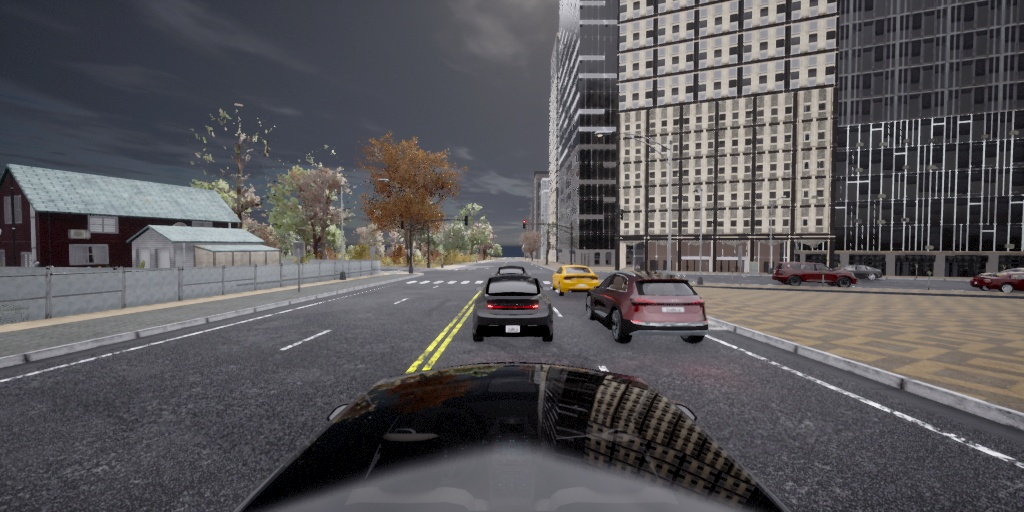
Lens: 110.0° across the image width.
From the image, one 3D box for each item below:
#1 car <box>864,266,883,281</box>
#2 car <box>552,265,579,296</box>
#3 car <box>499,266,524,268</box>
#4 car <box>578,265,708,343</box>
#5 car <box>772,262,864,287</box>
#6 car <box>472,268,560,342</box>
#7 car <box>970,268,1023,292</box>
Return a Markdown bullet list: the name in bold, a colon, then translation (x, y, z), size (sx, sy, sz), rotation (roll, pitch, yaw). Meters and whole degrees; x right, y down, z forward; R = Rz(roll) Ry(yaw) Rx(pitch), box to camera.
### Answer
- **car**: translation (30.988, 1.468, 32.952), size (4.403, 1.370, 2.007), rotation (0, 0, 20)
- **car**: translation (3.284, 1.224, 19.263), size (1.882, 1.535, 5.008), rotation (0, 0, 0)
- **car**: translation (-0.031, 1.251, 18.450), size (1.837, 1.490, 4.892), rotation (0, 0, 0)
- **car**: translation (3.334, 1.177, 9.658), size (2.033, 1.649, 4.856), rotation (0, 0, 0)
- **car**: translation (22.965, 1.393, 27.488), size (5.009, 1.841, 2.192), rotation (0, 0, 20)
- **car**: translation (0.030, 1.252, 9.783), size (1.837, 1.490, 4.892), rotation (0, 0, 0)
- **car**: translation (33.619, 1.716, 23.611), size (4.507, 1.381, 1.888), rotation (0, 0, 20)
